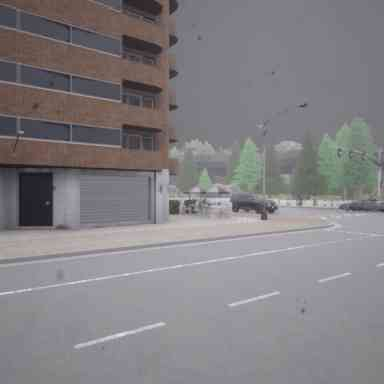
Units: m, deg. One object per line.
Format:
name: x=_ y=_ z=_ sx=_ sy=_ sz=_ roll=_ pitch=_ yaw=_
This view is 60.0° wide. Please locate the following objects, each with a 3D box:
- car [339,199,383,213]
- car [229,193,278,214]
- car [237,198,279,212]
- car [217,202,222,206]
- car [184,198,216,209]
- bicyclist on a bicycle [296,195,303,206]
car: x=18.856 y=1.492 z=36.007 sx=2.033 sy=1.411 sz=5.357 roll=0 pitch=0 yaw=-36
car: x=6.328 y=1.166 z=35.031 sx=2.150 sy=2.045 sz=5.566 roll=0 pitch=0 yaw=-38
car: x=7.638 y=1.449 z=39.147 sx=1.837 sy=1.490 sz=4.892 roll=0 pitch=0 yaw=-37
car: x=2.009 y=1.545 z=46.503 sx=1.895 sy=1.301 sz=4.718 roll=0 pitch=0 yaw=-41
car: x=0.662 y=1.508 z=42.538 sx=1.994 sy=1.385 sz=4.181 roll=0 pitch=0 yaw=-39
bicyclist on a bicycle: x=15.345 y=1.245 z=47.341 sx=1.656 sy=1.620 sz=0.582 roll=0 pitch=0 yaw=-36
